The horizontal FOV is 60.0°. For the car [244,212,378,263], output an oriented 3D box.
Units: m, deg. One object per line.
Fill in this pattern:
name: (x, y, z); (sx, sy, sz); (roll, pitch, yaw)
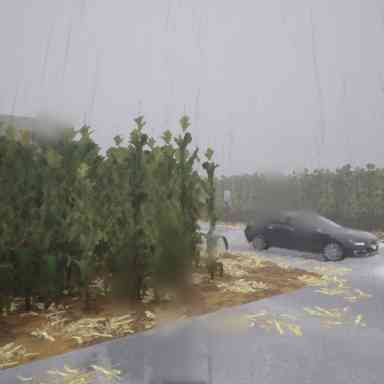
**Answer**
car: (4.217, 1.551, 12.473); (1.837, 1.490, 4.892); (-1, 0, -43)
